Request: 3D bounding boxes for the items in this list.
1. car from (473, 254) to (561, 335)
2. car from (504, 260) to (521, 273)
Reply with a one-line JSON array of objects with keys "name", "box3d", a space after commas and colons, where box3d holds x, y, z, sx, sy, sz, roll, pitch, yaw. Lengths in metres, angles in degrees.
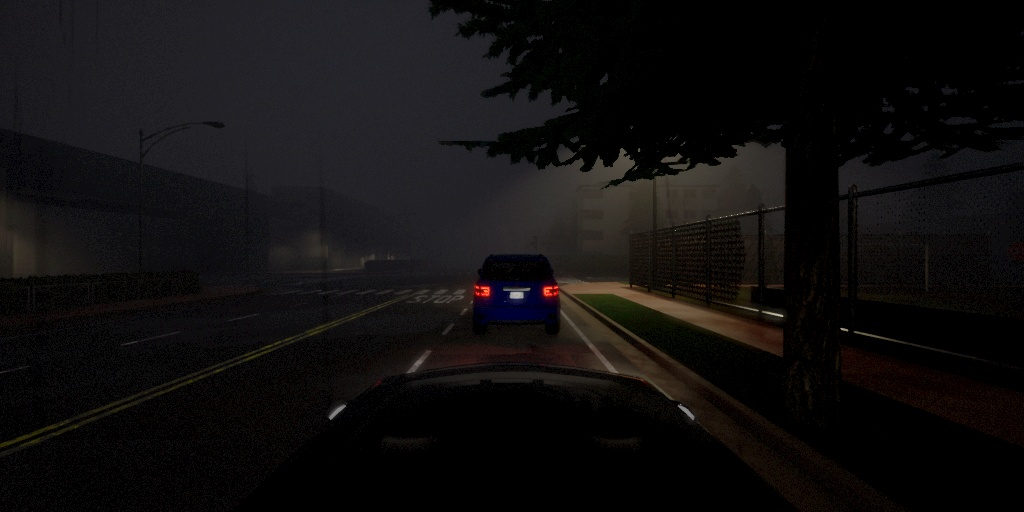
[{"name": "car", "box3d": [0.115, 0.971, 10.701, 2.150, 2.045, 5.566, 0, 0, 0]}, {"name": "car", "box3d": [0.025, 1.241, 45.576, 2.128, 1.511, 4.902, 0, 0, 0]}]
